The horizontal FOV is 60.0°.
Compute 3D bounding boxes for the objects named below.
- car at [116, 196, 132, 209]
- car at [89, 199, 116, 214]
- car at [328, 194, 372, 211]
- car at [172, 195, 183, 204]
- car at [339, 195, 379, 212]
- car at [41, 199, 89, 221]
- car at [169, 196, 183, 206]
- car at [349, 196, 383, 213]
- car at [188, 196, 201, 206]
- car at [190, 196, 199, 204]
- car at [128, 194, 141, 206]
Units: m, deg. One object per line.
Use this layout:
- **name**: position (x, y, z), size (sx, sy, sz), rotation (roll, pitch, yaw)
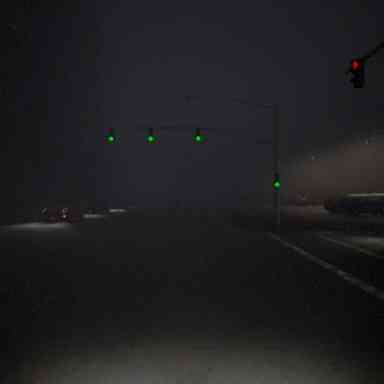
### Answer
- **car**: position (-10.285, 1.680, 46.835), size (1.994, 1.385, 4.181), rotation (0, 0, 1)
- **car**: position (-10.412, 1.638, 36.904), size (2.033, 1.411, 5.357), rotation (0, 0, 1)
- **car**: position (22.078, 1.307, 46.573), size (4.605, 1.855, 1.932), rotation (0, 0, 1)
- **car**: position (-2.938, 1.525, 68.994), size (2.097, 1.767, 4.553), rotation (0, 0, 1)
- **car**: position (22.078, 1.511, 43.889), size (3.905, 1.438, 1.784), rotation (0, 0, 1)
- **car**: position (-10.522, 1.418, 27.406), size (2.097, 1.767, 4.553), rotation (0, 0, 1)
- **car**: position (-2.961, 1.707, 58.657), size (1.994, 1.385, 4.181), rotation (0, 0, 1)
- **car**: position (22.022, 1.535, 40.994), size (3.806, 1.475, 1.970), rotation (0, 0, 1)
- **car**: position (0.433, 1.492, 58.190), size (2.097, 1.767, 4.553), rotation (0, 0, 1)
- **car**: position (0.554, 1.613, 68.318), size (1.837, 1.490, 4.892), rotation (0, 0, 1)
- **car**: position (-10.130, 1.361, 57.417), size (2.150, 2.045, 5.566), rotation (0, 0, 1)
